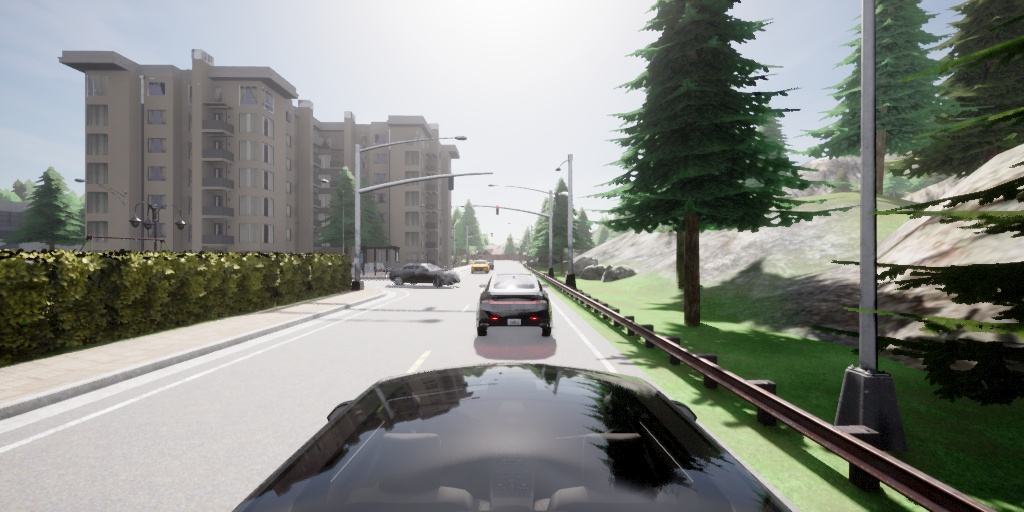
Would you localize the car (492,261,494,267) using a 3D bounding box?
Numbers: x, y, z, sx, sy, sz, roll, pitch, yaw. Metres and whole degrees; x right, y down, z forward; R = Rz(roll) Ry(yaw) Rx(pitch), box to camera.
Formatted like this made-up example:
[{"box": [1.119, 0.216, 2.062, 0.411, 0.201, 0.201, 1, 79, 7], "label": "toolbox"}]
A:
[{"box": [-3.707, 1.102, 51.932, 2.097, 1.767, 4.553, 0, 0, 0], "label": "car"}]

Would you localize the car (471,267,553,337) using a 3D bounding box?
[{"box": [0.058, 1.242, 10.331, 2.128, 1.511, 4.902, 0, 0, 0], "label": "car"}]

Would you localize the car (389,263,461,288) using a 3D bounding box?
[{"box": [-5.664, 1.233, 23.414, 4.902, 1.511, 2.128, 0, -1, 21], "label": "car"}]

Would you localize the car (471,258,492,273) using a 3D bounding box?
[{"box": [-3.693, 1.227, 42.321, 1.882, 1.535, 5.008, 0, 0, 0], "label": "car"}]
